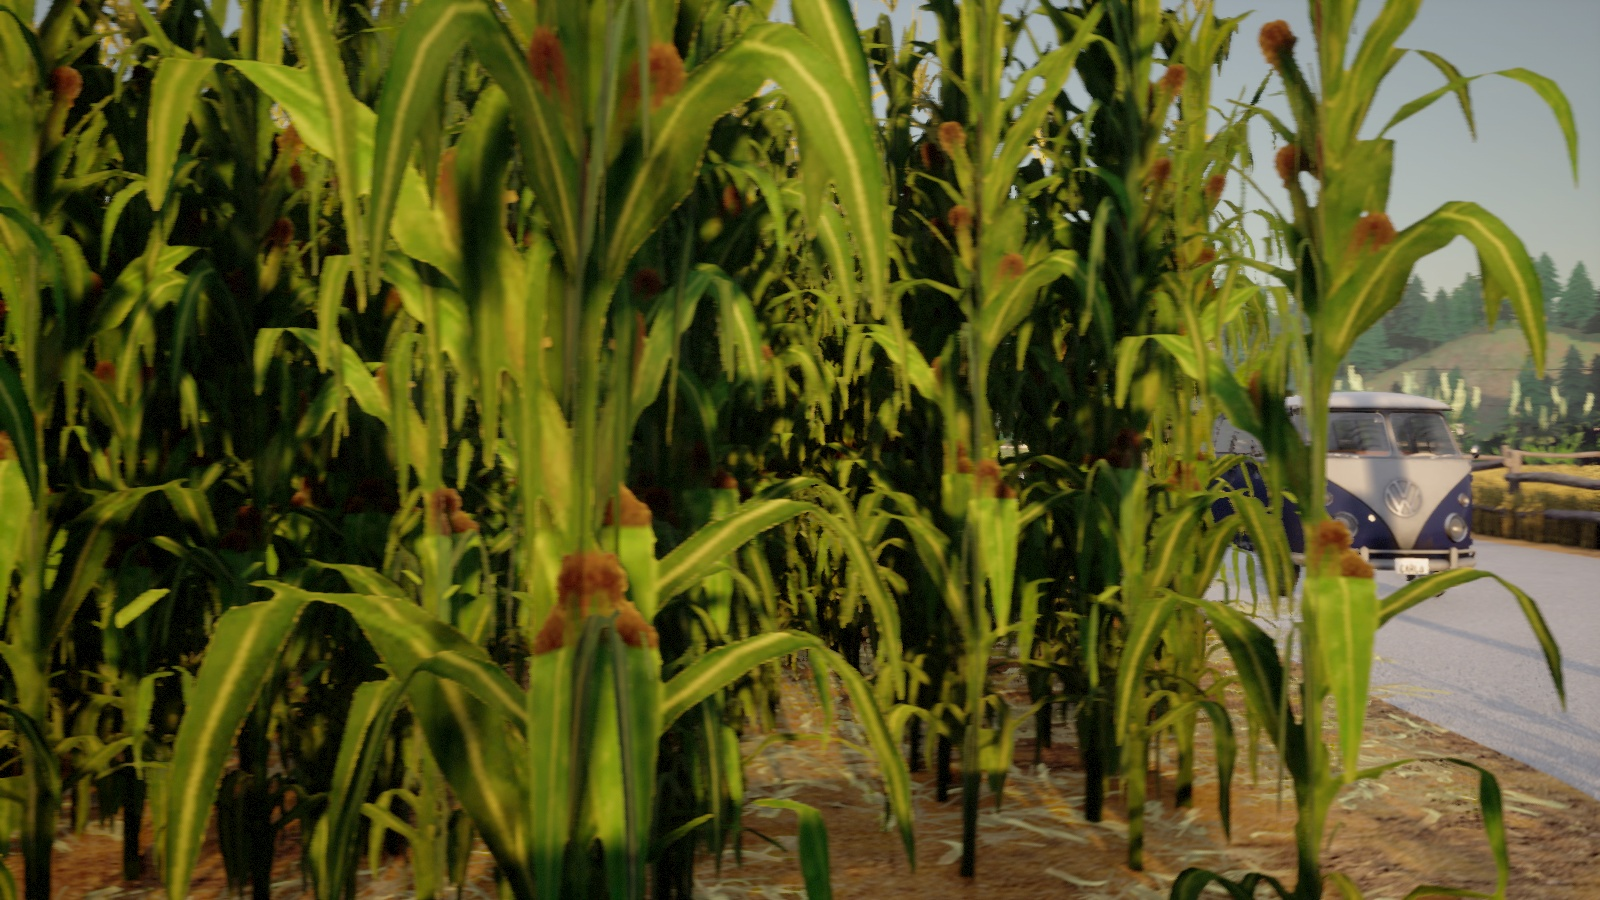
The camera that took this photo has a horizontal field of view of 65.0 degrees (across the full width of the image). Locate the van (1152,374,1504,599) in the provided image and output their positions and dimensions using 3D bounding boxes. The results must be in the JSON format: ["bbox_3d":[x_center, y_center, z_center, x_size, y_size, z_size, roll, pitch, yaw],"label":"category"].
[{"bbox_3d":[5.342,0.300,13.429,1.775,1.987,4.442,-1,1,-2],"label":"van"}]
